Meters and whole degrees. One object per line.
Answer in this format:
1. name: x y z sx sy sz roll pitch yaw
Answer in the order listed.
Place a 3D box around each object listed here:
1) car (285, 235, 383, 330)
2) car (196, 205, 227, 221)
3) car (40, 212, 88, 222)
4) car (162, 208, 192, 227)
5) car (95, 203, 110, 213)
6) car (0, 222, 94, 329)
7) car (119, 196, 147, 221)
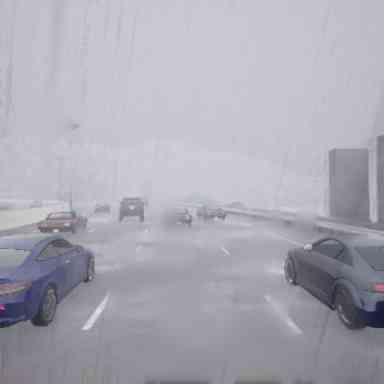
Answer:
1. car: 3.441 1.597 6.999 1.994 1.385 4.181 0 0 -2
2. car: 1.621 1.846 29.792 1.895 1.301 4.718 0 -1 -9
3. car: -7.749 1.845 20.464 1.895 1.301 4.718 0 0 -7
4. car: -1.200 1.827 24.824 1.895 1.301 4.718 0 -1 -8
5. car: -12.371 2.106 46.034 1.895 1.301 4.718 0 -1 -15
6. car: -3.444 1.617 7.052 1.812 1.442 4.674 0 0 -3
7. car: -5.705 1.543 31.413 2.150 2.045 5.566 0 -1 -11
